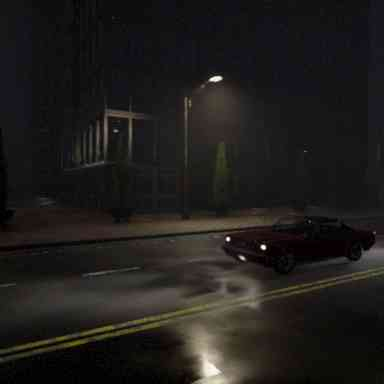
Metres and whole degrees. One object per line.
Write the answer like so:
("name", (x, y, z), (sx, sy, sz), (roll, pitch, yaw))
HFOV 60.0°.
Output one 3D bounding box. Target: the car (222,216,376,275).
("car", (3.237, 1.406, 9.882), (4.718, 1.301, 1.895), (-1, 1, -30))
